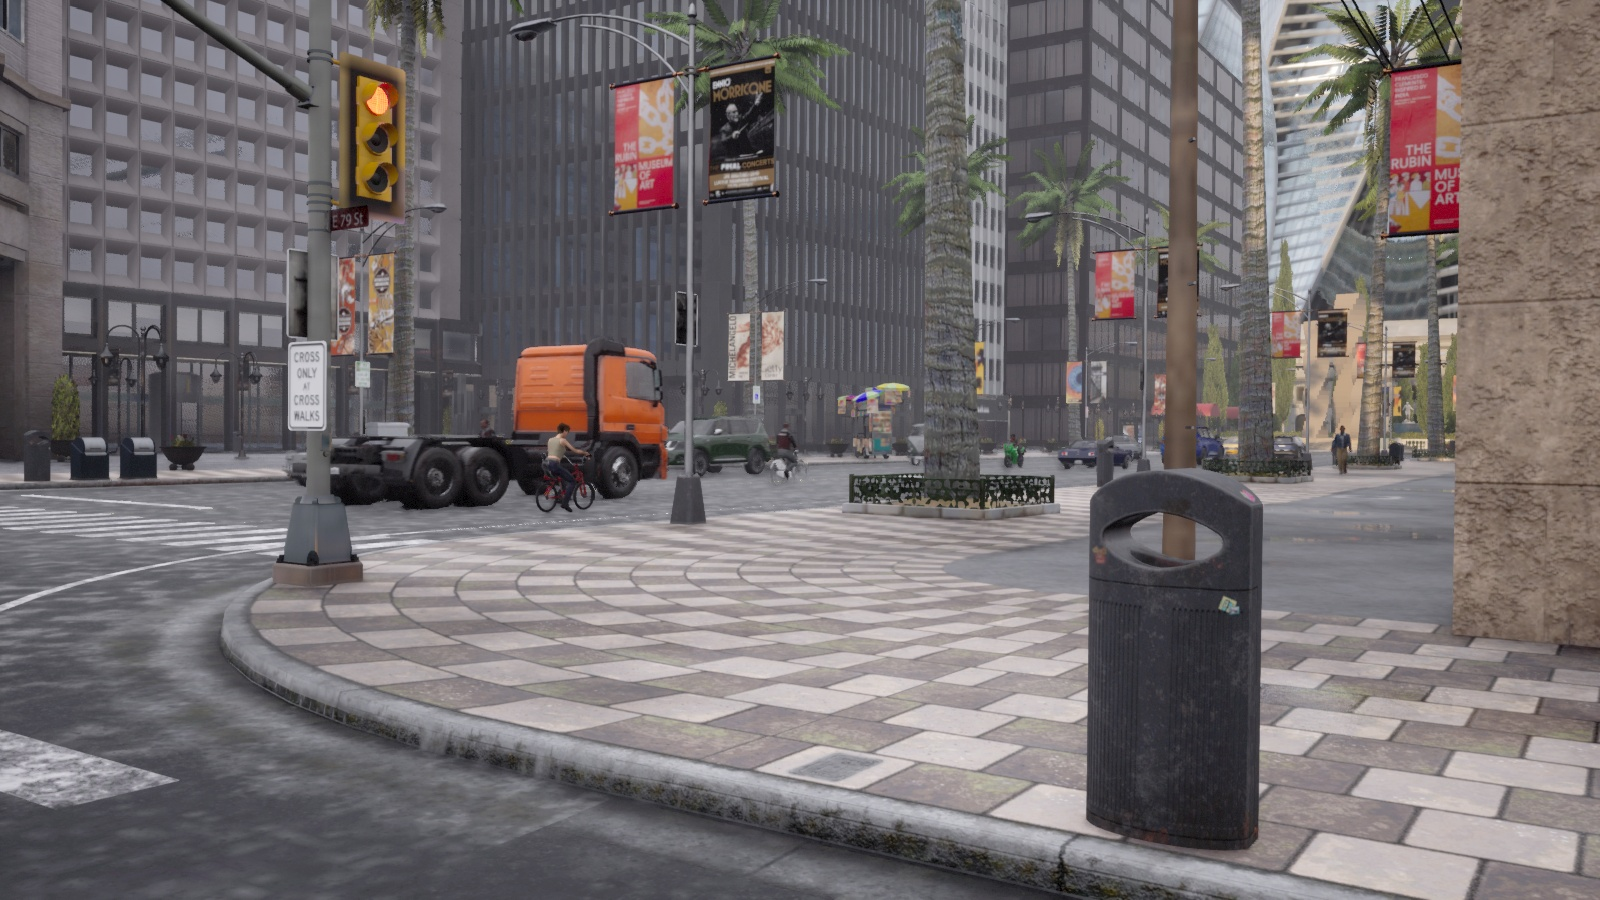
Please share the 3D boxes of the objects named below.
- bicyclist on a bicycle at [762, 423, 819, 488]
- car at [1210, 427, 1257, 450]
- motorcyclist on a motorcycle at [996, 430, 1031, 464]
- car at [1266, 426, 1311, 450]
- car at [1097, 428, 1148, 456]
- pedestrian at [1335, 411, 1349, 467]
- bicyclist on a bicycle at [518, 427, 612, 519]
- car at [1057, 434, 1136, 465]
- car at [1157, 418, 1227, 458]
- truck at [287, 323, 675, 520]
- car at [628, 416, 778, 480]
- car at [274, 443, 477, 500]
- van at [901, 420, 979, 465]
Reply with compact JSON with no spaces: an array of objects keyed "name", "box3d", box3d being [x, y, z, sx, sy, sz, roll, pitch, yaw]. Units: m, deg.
[{"name":"bicyclist on a bicycle","box3d":[-0.258,0.124,35.170,0.659,1.776,1.843,0,1,33]},{"name":"car","box3d":[30.558,-0.813,88.428,1.801,1.575,5.366,0,1,34]},{"name":"motorcyclist on a motorcycle","box3d":[9.605,-0.143,56.364,0.797,1.523,2.044,0,1,33]},{"name":"car","box3d":[34.003,-0.838,87.290,2.033,1.649,4.856,0,1,32]},{"name":"car","box3d":[18.375,-0.468,71.772,2.007,1.525,4.514,0,1,4]},{"name":"pedestrian","box3d":[19.203,-0.393,44.507,0.423,1.949,0.788,0,1,26]},{"name":"bicyclist on a bicycle","box3d":[-4.288,0.392,23.023,0.866,1.612,1.509,0,1,34]},{"name":"car","box3d":[13.101,-0.042,55.320,1.895,1.301,4.718,0,1,33]},{"name":"car","box3d":[21.144,-0.665,67.634,2.150,2.045,5.566,0,1,33]},{"name":"truck","box3d":[-6.286,-0.556,26.259,2.891,3.462,7.936,0,1,34]},{"name":"car","box3d":[-3.250,-0.113,43.411,2.150,2.045,5.566,0,1,34]},{"name":"car","box3d":[-10.742,0.490,32.130,1.895,1.301,4.718,0,1,35]},{"name":"van","box3d":[6.521,-0.366,58.046,1.775,1.987,4.442,0,1,33]}]
